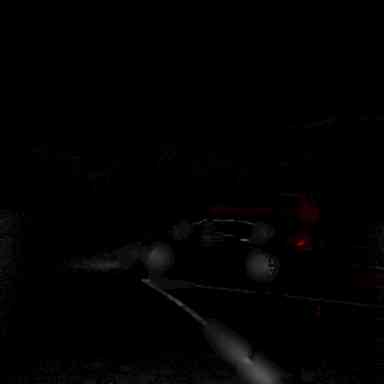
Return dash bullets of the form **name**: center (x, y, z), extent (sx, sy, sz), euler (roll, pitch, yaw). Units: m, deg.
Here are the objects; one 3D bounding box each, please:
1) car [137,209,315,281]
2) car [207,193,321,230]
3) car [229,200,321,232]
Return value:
- **car**: center (0.780, 1.409, 9.416), extent (4.892, 1.490, 1.837), euler (0, 1, 22)
- **car**: center (3.230, 1.056, 15.972), extent (5.566, 2.045, 2.150), euler (0, 1, 22)
- **car**: center (4.768, 1.291, 19.128), extent (4.902, 1.511, 2.128), euler (0, 1, 22)
